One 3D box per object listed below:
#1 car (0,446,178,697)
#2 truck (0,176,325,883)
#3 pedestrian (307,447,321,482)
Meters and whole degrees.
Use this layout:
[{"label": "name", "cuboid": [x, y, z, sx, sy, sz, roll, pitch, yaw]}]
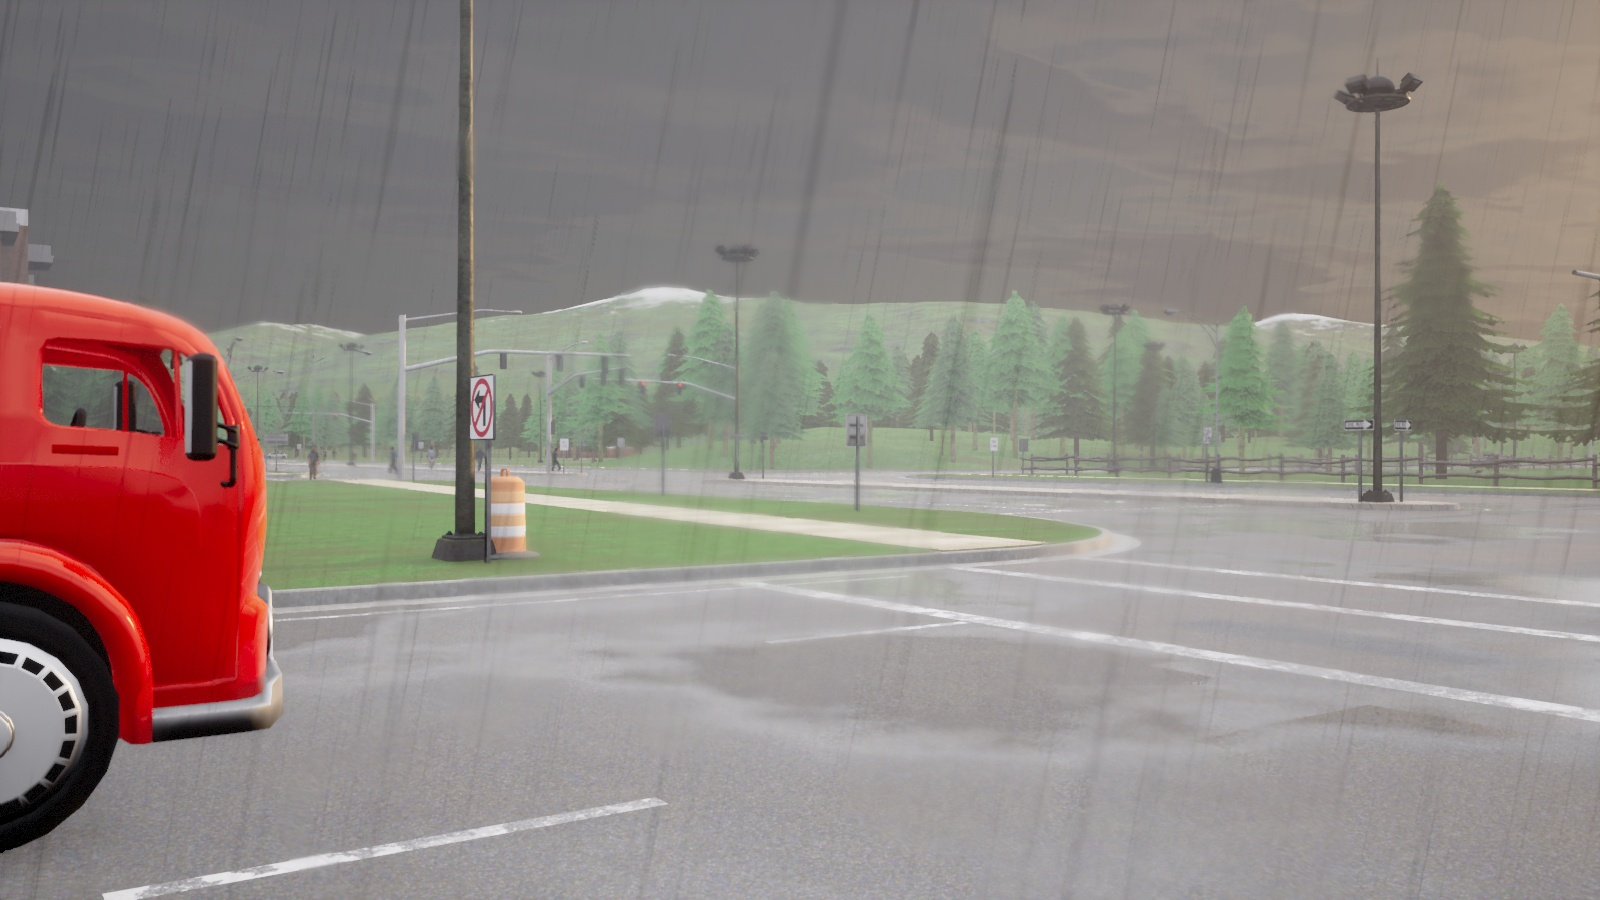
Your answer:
[{"label": "car", "cuboid": [-6.631, 0.734, 7.573, 4.902, 1.511, 2.128, 0, 0, -35]}, {"label": "truck", "cuboid": [-4.783, 0.276, 4.596, 5.204, 2.467, 2.627, 0, 0, -35]}, {"label": "pedestrian", "cuboid": [-25.313, 0.753, 65.368, 0.540, 1.848, 0.694, 0, 0, -32]}]
